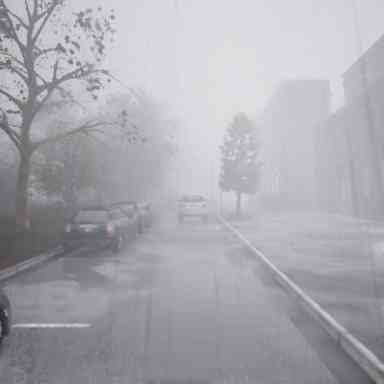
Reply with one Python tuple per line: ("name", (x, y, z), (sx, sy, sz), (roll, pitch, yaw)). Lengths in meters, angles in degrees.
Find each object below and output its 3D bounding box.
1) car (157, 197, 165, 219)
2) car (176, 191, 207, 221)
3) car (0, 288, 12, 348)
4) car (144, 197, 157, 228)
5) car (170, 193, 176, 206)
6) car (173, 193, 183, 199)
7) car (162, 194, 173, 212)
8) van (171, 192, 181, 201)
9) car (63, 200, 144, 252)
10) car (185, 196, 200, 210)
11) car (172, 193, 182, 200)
("car", (-3.650, 1.439, 25.285), (2.231, 1.521, 4.892), (0, 0, 2))
("car", (0.069, 1.171, 26.895), (2.150, 2.045, 5.566), (0, 0, 0))
("car", (-3.634, 1.507, 2.980), (2.231, 1.521, 4.892), (1, 0, 2))
("car", (-3.652, 1.341, 19.688), (2.185, 1.767, 4.553), (0, 0, 2))
("car", (-3.645, 1.338, 47.605), (2.163, 1.488, 4.792), (0, 0, 2))
("car", (-3.641, 1.053, 86.563), (2.097, 1.535, 5.008), (0, 0, 2))
("car", (-3.641, 1.372, 36.618), (1.946, 1.575, 5.366), (0, 0, 2))
("van", (-3.639, 0.896, 75.543), (1.878, 1.987, 4.442), (0, 0, 2))
("car", (-3.653, 1.368, 14.117), (2.185, 1.767, 4.553), (0, 0, 2))
("car", (0.091, 1.363, 42.675), (1.837, 1.490, 4.892), (0, 0, 0))
("car", (-3.635, 1.083, 81.183), (1.946, 1.575, 5.366), (0, 0, 2))
